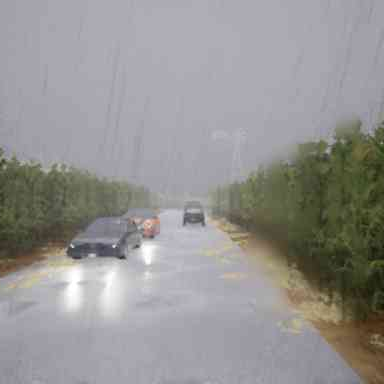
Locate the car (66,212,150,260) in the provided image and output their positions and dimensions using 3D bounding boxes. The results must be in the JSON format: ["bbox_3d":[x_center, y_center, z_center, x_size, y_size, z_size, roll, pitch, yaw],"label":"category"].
[{"bbox_3d":[-3.169,1.704,13.222,2.033,1.411,5.357,0,-2,0],"label":"car"}]

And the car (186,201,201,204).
[{"bbox_3d":[0.192,2.109,40.244,2.150,2.045,5.566,0,-1,0],"label":"car"}]

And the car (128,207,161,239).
[{"bbox_3d":[-3.056,1.757,19.475,2.097,1.767,4.553,0,-2,0],"label":"car"}]

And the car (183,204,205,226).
[{"bbox_3d":[0.173,2.136,29.609,1.882,1.535,5.008,0,-1,0],"label":"car"}]
